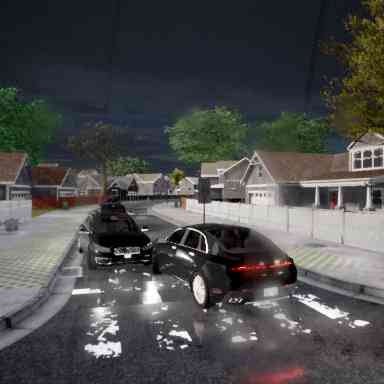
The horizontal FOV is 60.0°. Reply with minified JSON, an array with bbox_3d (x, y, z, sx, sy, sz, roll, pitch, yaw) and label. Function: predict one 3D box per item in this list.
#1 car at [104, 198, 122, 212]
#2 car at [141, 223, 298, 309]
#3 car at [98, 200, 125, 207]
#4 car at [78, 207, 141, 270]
[{"bbox_3d":[-9.435,1.521,39.789,1.812,1.442,4.674,0,0,-10],"label":"car"},{"bbox_3d":[0.395,1.507,8.043,1.837,1.490,4.892,0,0,-24],"label":"car"},{"bbox_3d":[-4.856,1.498,20.501,1.837,1.490,4.892,0,0,-15],"label":"car"},{"bbox_3d":[-2.746,1.494,11.295,1.837,1.490,4.892,0,0,-24],"label":"car"}]
